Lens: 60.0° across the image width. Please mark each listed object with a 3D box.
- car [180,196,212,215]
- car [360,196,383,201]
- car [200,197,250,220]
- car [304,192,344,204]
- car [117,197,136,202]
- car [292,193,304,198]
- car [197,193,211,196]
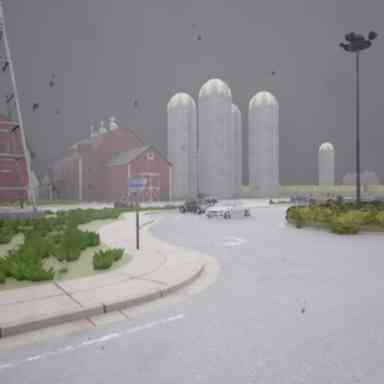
[{"bbox_3d":[0.558,1.363,31.994,1.784,1.438,3.905,-1,0,-37],"label":"car"},{"bbox_3d":[23.394,1.164,42.999,5.357,1.411,2.033,-1,0,-29],"label":"car"},{"bbox_3d":[2.982,1.375,26.726,1.812,1.442,4.674,0,0,40],"label":"car"},{"bbox_3d":[18.330,0.952,45.755,1.932,1.855,4.605,-1,0,-37],"label":"car"},{"bbox_3d":[-8.186,1.369,41.506,1.816,1.474,4.193,-1,0,-37],"label":"car"},{"bbox_3d":[21.451,1.007,64.792,2.242,1.667,4.611,-1,0,-37],"label":"car"},{"bbox_3d":[2.194,1.056,50.126,1.905,1.878,3.866,-1,0,-37],"label":"car"}]
